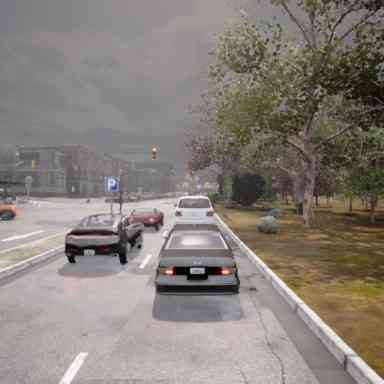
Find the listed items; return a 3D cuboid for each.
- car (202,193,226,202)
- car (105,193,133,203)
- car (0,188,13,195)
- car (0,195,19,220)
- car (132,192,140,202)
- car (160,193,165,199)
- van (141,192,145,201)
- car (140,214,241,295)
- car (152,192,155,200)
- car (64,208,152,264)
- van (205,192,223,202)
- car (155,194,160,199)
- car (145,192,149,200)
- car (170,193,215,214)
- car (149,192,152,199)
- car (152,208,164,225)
[{"bbox_3d":[4.583,1.141,70.407,4.553,1.767,2.185,1,0,-14],"label":"car"},{"bbox_3d":[-14.522,1.358,64.820,4.792,1.488,2.163,-1,0,-15],"label":"car"},{"bbox_3d":[-31.231,0.137,55.668,2.002,1.452,4.674,6,-3,-19],"label":"car"},{"bbox_3d":[-16.659,1.404,27.011,4.553,1.767,2.185,-1,0,-19],"label":"car"},{"bbox_3d":[-13.880,1.315,67.813,5.366,1.575,1.946,-1,0,-15],"label":"car"},{"bbox_3d":[-11.112,1.064,91.764,5.566,2.045,2.435,-1,0,-12],"label":"car"},{"bbox_3d":[-13.329,1.092,73.805,4.442,1.987,1.878,-1,0,-14],"label":"van"},{"bbox_3d":[0.096,1.556,8.857,2.033,1.411,5.357,0,0,0],"label":"car"},{"bbox_3d":[-12.367,1.358,82.775,4.674,1.452,2.002,-1,0,-13],"label":"car"},{"bbox_3d":[-2.901,1.504,11.842,2.128,1.511,4.902,0,0,0],"label":"car"},{"bbox_3d":[4.203,1.042,67.437,4.442,1.987,1.878,1,0,-14],"label":"van"},{"bbox_3d":[-11.559,1.356,88.758,4.674,1.452,2.002,-1,0,-12],"label":"car"},{"bbox_3d":[-13.104,1.321,76.777,4.892,1.521,2.231,-1,0,-14],"label":"car"},{"bbox_3d":[0.130,1.245,19.106,2.150,2.045,5.566,0,0,0],"label":"car"},{"bbox_3d":[-12.735,1.358,79.772,4.674,1.452,2.002,-1,0,-13],"label":"car"},{"bbox_3d":[-2.853,1.629,21.068,1.895,1.301,4.718,0,0,0],"label":"car"}]
